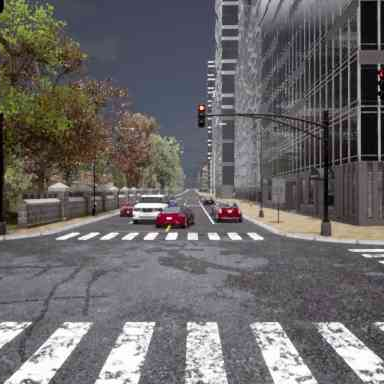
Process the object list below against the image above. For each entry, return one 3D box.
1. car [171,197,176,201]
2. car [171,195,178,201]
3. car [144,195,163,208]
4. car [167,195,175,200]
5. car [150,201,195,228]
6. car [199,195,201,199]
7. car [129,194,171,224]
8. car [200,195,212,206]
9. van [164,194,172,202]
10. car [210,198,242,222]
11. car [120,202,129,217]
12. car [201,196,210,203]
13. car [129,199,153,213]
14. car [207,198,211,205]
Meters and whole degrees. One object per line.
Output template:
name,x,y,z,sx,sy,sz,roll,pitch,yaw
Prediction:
car,-3.031,1.528,35.590,1.812,1.442,4.674,0,0,0
car,-3.003,1.354,45.800,2.097,1.767,4.553,0,0,0
car,-5.597,1.316,48.701,2.192,1.841,5.009,0,0,0
car,-5.521,1.531,88.483,1.802,1.307,4.206,0,0,0
car,-1.028,1.565,22.162,1.994,1.385,4.181,0,0,10
car,2.806,1.434,60.044,1.967,1.590,4.097,0,0,0
car,-3.055,1.223,25.436,2.150,2.045,5.566,0,0,0
car,2.794,1.564,54.363,1.947,1.339,4.313,0,0,0
van,-5.542,1.313,77.117,1.690,1.788,3.998,0,0,0
car,2.740,1.442,25.958,1.967,1.590,4.097,0,0,0
car,-5.630,1.547,31.652,1.887,1.381,4.507,0,0,0
car,2.828,1.506,71.580,1.752,1.417,4.829,0,0,0
car,-5.619,1.553,37.335,2.008,1.369,4.403,0,0,0
car,2.751,1.568,31.639,1.947,1.339,4.313,0,0,0
